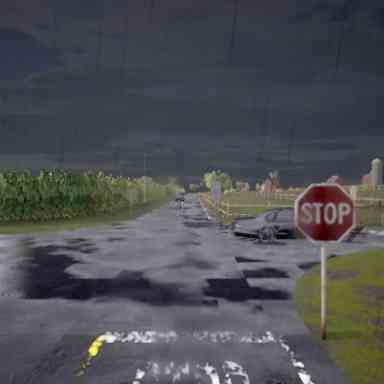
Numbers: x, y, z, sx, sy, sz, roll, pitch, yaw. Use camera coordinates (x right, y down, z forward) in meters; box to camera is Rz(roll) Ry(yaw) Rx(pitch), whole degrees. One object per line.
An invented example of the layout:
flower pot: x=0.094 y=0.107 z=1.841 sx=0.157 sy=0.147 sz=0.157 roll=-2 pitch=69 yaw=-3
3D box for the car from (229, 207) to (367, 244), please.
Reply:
car: x=4.281 y=1.360 z=13.986 sx=5.357 sy=1.411 sz=2.033 roll=-1 pitch=0 yaw=0

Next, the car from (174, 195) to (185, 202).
car: x=-2.412 y=1.262 z=65.865 sx=2.033 sy=1.411 sz=5.357 roll=0 pitch=0 yaw=0
